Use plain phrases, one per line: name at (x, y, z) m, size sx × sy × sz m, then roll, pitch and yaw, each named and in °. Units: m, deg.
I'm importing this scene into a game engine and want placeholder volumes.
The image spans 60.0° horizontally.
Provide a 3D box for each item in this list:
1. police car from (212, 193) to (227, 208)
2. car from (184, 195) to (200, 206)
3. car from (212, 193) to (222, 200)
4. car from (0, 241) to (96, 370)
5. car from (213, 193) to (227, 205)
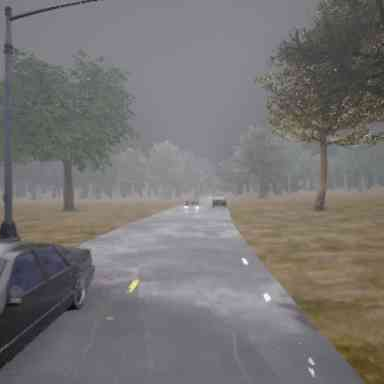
police car at (3.622, 1.214, 44.030) m, size 1.930 × 1.638 × 5.238 m, roll 0°, pitch 0°, yaw 5°
car at (0.066, 1.261, 48.576) m, size 1.837 × 1.490 × 4.892 m, roll 0°, pitch 0°, yaw 6°
car at (5.861, 1.016, 77.950) m, size 2.128 × 1.511 × 4.902 m, roll 0°, pitch 0°, yaw 5°
car at (-3.029, 1.527, 5.000) m, size 2.033 × 1.411 × 5.357 m, roll 0°, pitch 0°, yaw 1°
car at (4.555, 1.090, 53.848) m, size 2.097 × 1.767 × 4.553 m, roll 0°, pitch 0°, yaw 5°
